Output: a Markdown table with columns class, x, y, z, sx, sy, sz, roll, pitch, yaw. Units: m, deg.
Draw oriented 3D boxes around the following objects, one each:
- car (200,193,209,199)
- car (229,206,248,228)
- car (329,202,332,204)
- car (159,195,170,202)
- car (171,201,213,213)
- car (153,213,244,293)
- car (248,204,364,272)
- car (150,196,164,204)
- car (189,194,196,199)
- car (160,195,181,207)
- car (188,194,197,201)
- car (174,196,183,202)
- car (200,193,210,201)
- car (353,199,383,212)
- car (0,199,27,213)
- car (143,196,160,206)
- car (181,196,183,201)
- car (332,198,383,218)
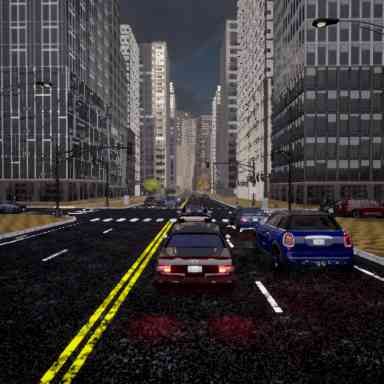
| class | x | y | z | sx | sy | sz | roll | pitch | yaw |
| --- | --- | --- | --- | --- | --- | --- | --- | --- | --- |
| car | 3.419 | 1.093 | 92.203 | 2.097 | 1.767 | 4.553 | 0 | 0 | 0 |
| car | 3.388 | 1.536 | 20.329 | 2.033 | 1.411 | 5.357 | 0 | 0 | 0 |
| car | 16.481 | 1.614 | 36.811 | 4.892 | 1.490 | 1.837 | 0 | 1 | -1 |
| car | -6.359 | 1.469 | 77.583 | 2.033 | 1.411 | 5.357 | 0 | 0 | 0 |
| car | 0.135 | 1.481 | 18.719 | 2.128 | 1.511 | 4.902 | 0 | 0 | 0 |
| car | 0.110 | 1.543 | 8.974 | 2.033 | 1.411 | 5.357 | 0 | 0 | 1 |
| car | 3.369 | 1.347 | 10.944 | 2.097 | 1.767 | 4.553 | 0 | 0 | 0 |
| car | -6.443 | 1.496 | 62.564 | 2.033 | 1.411 | 5.357 | 0 | 0 | 1 |
| car | 0.169 | 1.278 | 92.240 | 2.033 | 1.411 | 5.357 | 0 | 0 | 0 |
| car | -3.229 | 1.315 | 50.653 | 2.097 | 1.767 | 4.553 | 0 | 0 | -1 |
| car | 0.150 | 1.414 | 81.823 | 1.837 | 1.490 | 4.892 | 0 | 0 | 0 |
| car | -3.111 | 1.526 | 76.338 | 1.895 | 1.301 | 4.718 | 0 | 0 | 0 |
| car | 3.401 | 1.392 | 81.814 | 1.882 | 1.535 | 5.008 | 0 | 0 | 0 |
| car | 21.881 | 1.640 | 39.279 | 4.829 | 1.417 | 1.752 | 1 | 0 | 1 |
| car | -19.952 | 1.384 | 34.257 | 5.357 | 1.411 | 2.033 | 1 | 1 | 1 |
| car | -6.498 | 1.466 | 52.493 | 1.837 | 1.490 | 4.892 | 0 | 0 | 0 |
| car | -3.179 | 1.473 | 64.082 | 1.812 | 1.442 | 4.674 | 0 | 0 | 1 |
| car | 16.258 | 1.517 | 31.003 | 5.009 | 1.841 | 2.192 | 1 | 0 | 1 |
